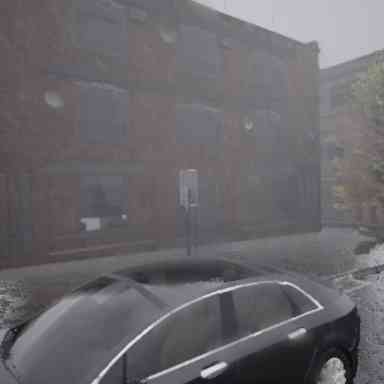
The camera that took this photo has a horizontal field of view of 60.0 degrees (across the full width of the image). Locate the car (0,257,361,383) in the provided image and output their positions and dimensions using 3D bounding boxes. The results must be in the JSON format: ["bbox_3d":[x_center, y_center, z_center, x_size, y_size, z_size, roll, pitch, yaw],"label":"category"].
[{"bbox_3d":[-0.299,1.504,3.165,4.892,1.490,1.837,0,0,-36],"label":"car"}]
